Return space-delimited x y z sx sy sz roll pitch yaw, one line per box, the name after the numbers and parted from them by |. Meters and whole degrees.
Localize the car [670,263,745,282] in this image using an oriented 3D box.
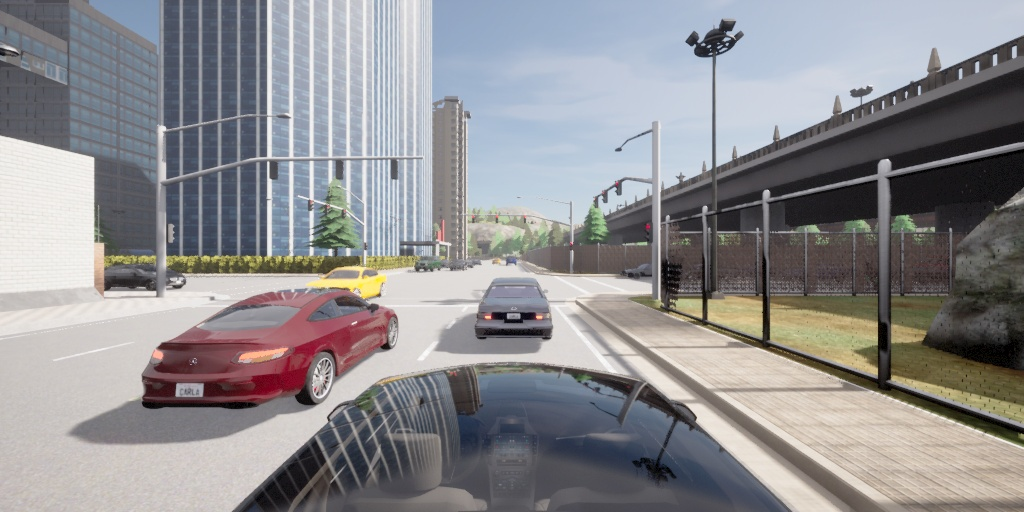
15.654 1.297 29.129 4.902 1.511 2.128 0 0 0 | car

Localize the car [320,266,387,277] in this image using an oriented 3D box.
-7.133 1.235 15.878 1.882 1.535 5.008 0 0 0 | car

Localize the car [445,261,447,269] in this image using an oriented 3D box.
-10.719 1.297 56.480 2.033 1.411 5.357 0 0 0 | car

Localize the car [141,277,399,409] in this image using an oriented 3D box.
-3.451 1.276 6.154 1.812 1.442 4.674 0 0 0 | car

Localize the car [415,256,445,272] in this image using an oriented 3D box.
-10.660 0.971 46.097 2.150 2.045 5.566 0 0 4 | car

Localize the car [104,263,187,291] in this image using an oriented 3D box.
-22.591 1.331 21.776 4.674 1.442 1.812 0 0 0 | car

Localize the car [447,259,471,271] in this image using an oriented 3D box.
-7.209 1.255 48.989 1.837 1.490 4.892 0 0 0 | car

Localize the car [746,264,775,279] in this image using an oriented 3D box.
22.300 1.406 32.659 4.718 1.301 1.895 0 0 0 | car

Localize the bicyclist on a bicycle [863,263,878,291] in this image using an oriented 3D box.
18.260 1.106 18.157 0.582 1.620 1.656 0 0 0 | bicyclist on a bicycle

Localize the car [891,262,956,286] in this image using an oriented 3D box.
30.021 1.353 25.487 5.357 1.411 2.033 0 0 0 | car

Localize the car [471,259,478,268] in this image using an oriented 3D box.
-7.216 1.240 58.199 2.128 1.511 4.902 0 0 0 | car

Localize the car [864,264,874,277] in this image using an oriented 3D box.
32.226 1.406 32.695 4.718 1.301 1.895 0 0 0 | car

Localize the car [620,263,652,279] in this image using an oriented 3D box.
12.710 1.353 32.616 5.357 1.411 2.033 0 0 0 | car

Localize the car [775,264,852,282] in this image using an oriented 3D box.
24.610 1.331 29.159 4.674 1.442 1.812 0 0 0 | car

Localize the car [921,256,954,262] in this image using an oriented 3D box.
35.224 1.027 29.207 5.566 2.045 2.150 0 0 -1 | car

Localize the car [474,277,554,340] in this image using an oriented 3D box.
0.076 1.297 9.975 2.033 1.411 5.357 0 0 1 | car

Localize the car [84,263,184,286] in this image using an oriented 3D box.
-26.469 1.283 25.241 5.008 1.535 1.882 0 0 0 | car
